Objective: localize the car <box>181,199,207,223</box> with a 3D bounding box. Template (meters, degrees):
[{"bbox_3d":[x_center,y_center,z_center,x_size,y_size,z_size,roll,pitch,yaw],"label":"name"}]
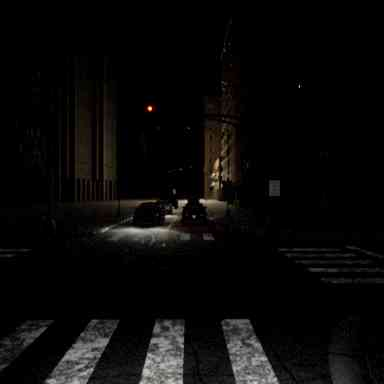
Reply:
[{"bbox_3d":[0.156,1.519,25.399,1.812,1.442,4.674,0,0,0],"label":"car"}]

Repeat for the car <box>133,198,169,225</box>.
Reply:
[{"bbox_3d":[-3.056,1.471,24.396,1.882,1.535,5.008,0,0,0],"label":"car"}]

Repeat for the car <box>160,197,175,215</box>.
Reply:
[{"bbox_3d":[-3.040,1.516,34.360,1.812,1.442,4.674,0,0,0],"label":"car"}]

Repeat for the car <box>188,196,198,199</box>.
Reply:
[{"bbox_3d":[0.189,1.461,53.866,1.882,1.535,5.008,0,0,0],"label":"car"}]

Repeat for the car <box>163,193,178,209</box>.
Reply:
[{"bbox_3d":[-3.007,1.208,45.070,2.150,2.045,5.566,0,0,1],"label":"car"}]
